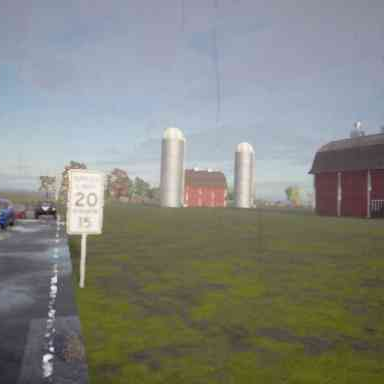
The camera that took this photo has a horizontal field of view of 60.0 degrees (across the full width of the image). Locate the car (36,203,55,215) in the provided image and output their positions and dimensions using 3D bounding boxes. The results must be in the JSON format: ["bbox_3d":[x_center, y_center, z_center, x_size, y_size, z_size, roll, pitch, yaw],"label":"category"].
[{"bbox_3d":[-20.432,2.306,46.220,1.837,1.490,4.892,3,-2,-30],"label":"car"}]

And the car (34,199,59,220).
[{"bbox_3d":[-15.772,1.845,35.989,2.150,2.045,5.566,3,-2,-22],"label":"car"}]

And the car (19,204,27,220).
[{"bbox_3d":[-18.059,1.954,33.865,1.882,1.535,5.008,3,-2,-21],"label":"car"}]

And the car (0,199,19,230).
[{"bbox_3d":[-13.988,1.503,23.520,2.150,2.045,5.566,3,-2,-21],"label":"car"}]
